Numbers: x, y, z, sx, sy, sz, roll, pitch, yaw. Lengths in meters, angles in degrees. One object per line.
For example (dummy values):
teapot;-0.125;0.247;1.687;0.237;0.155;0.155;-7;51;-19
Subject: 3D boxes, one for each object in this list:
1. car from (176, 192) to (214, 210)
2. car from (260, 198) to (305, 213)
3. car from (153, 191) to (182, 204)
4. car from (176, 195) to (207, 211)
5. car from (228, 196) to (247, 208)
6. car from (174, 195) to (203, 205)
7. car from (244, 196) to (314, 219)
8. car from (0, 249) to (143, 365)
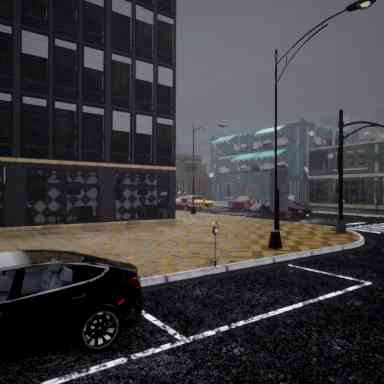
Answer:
car;0.398;1.119;36.448;1.882;1.535;5.008;0;0;-36
car;9.256;1.340;34.150;1.802;1.307;4.206;1;0;-36
car;-3.849;0.793;52.047;2.192;1.841;5.009;1;0;-36
car;-0.783;1.230;33.673;1.802;1.307;4.206;1;0;-36
car;5.980;1.130;38.626;1.967;1.590;4.097;1;0;-36
car;-0.577;1.100;47.573;2.008;1.369;4.403;1;0;-36
car;7.155;1.331;27.206;2.033;1.411;5.357;0;1;-36
car;-2.770;1.566;4.579;4.313;1.339;1.947;0;0;-35
